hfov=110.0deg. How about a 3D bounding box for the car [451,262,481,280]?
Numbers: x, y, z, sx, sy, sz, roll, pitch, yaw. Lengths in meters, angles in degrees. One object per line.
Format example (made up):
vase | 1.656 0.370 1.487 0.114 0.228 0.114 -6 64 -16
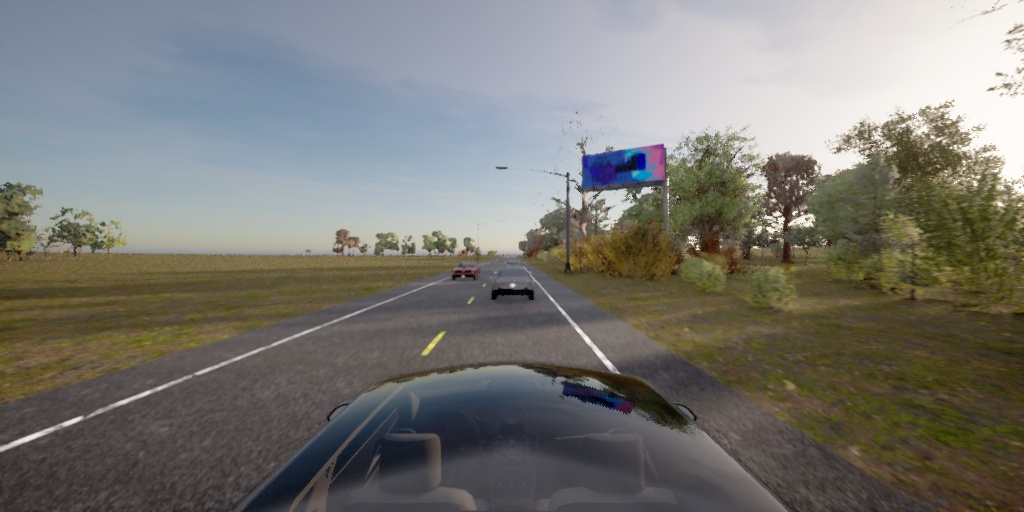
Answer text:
car | -3.524 1.157 28.143 1.895 1.301 4.718 0 0 0

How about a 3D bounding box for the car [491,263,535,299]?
car | 0.043 1.200 17.294 1.994 1.385 4.181 0 0 0

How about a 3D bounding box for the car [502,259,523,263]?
car | 0.080 0.991 35.730 2.128 1.511 4.902 0 0 0
